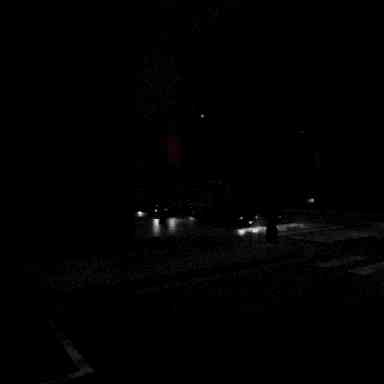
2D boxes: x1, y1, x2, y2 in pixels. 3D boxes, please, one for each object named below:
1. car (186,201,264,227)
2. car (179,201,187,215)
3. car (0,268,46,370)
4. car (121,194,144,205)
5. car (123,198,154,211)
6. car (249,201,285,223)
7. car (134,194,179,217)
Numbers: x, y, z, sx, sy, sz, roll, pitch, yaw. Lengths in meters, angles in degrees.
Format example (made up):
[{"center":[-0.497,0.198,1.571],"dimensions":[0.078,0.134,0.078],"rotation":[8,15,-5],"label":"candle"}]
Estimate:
[{"center":[2.151,1.537,23.215],"dimensions":[2.033,1.411,5.357],"rotation":[0,0,-36],"label":"car"},{"center":[-0.737,1.555,32.668],"dimensions":[1.895,1.301,4.718],"rotation":[0,0,-36],"label":"car"},{"center":[-3.962,1.565,3.706],"dimensions":[4.313,1.339,1.947],"rotation":[0,0,-36],"label":"car"},{"center":[-10.341,1.216,57.135],"dimensions":[2.097,1.767,4.553],"rotation":[0,0,-36],"label":"car"},{"center":[-6.601,1.449,40.700],"dimensions":[1.812,1.442,4.674],"rotation":[0,0,-36],"label":"car"},{"center":[4.732,1.487,25.194],"dimensions":[1.837,1.490,4.892],"rotation":[0,0,-36],"label":"car"},{"center":[-3.866,1.180,31.440],"dimensions":[2.150,2.045,5.566],"rotation":[0,0,-36],"label":"car"}]
